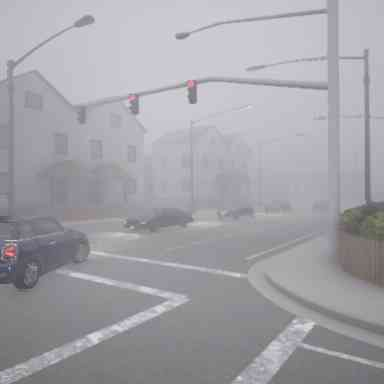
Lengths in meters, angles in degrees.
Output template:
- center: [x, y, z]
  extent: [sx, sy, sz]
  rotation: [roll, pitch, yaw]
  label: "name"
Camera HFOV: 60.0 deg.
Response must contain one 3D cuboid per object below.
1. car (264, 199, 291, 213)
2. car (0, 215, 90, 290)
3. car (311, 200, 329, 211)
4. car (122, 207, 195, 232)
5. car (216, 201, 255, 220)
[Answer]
- center: [9.952, 1.607, 38.453]
  extent: [1.837, 1.490, 4.892]
  rotation: [-1, 0, 35]
  label: "car"
- center: [-4.669, 1.423, 9.495]
  extent: [2.097, 1.767, 4.553]
  rotation: [0, -1, 4]
  label: "car"
- center: [16.349, 1.668, 41.192]
  extent: [1.895, 1.301, 4.718]
  rotation: [-1, 0, 35]
  label: "car"
- center: [-1.944, 1.659, 21.359]
  extent: [2.033, 1.411, 5.357]
  rotation: [-1, 0, 35]
  label: "car"
- center: [3.998, 1.599, 29.906]
  extent: [2.128, 1.511, 4.902]
  rotation: [-1, 0, 35]
  label: "car"
